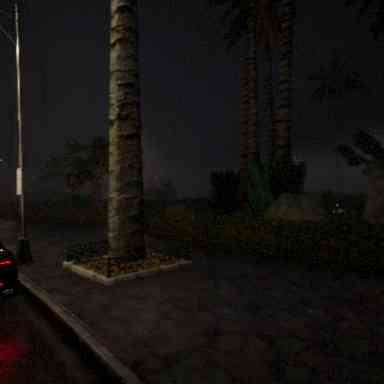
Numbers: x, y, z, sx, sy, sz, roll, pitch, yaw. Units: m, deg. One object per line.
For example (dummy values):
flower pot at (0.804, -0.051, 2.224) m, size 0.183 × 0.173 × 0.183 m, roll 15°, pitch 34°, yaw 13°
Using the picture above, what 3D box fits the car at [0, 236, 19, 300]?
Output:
car at (-5.336, 1.483, 7.413) m, size 1.837 × 1.490 × 4.892 m, roll -2°, pitch 1°, yaw -41°
